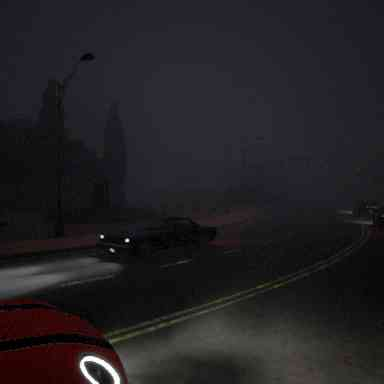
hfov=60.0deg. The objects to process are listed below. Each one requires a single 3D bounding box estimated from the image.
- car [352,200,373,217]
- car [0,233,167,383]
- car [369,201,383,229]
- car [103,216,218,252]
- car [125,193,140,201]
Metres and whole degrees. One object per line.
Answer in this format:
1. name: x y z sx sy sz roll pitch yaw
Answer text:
1. car: 16.330 1.503 31.193 2.128 1.511 4.902 0 0 18
2. car: -2.667 1.367 2.064 4.553 1.767 2.097 0 0 -35
3. car: 12.673 1.528 21.076 1.812 1.442 4.674 0 0 23
4. car: -1.149 1.633 12.700 1.895 1.301 4.718 0 0 43
5. car: -15.706 1.628 84.656 1.970 1.475 3.806 0 0 19
